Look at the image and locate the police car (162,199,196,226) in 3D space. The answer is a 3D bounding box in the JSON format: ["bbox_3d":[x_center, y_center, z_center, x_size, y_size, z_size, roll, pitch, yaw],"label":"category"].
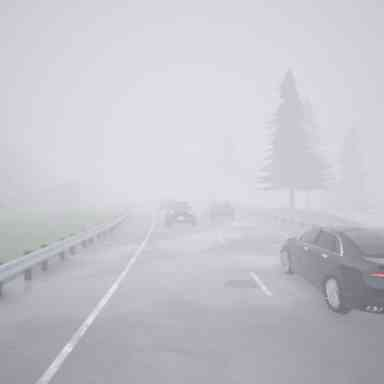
[{"bbox_3d":[-0.870,1.466,22.945,2.038,1.542,4.974,0,0,-5],"label":"police car"}]

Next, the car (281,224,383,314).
[{"bbox_3d":[3.477,1.492,7.573,1.837,1.490,4.892,0,0,-1],"label":"car"}]

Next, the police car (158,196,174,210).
[{"bbox_3d":[-3.105,1.356,41.229,1.930,1.638,5.238,0,0,-9],"label":"police car"}]

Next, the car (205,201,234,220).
[{"bbox_3d":[2.206,1.445,27.586,2.128,1.511,4.902,0,0,-6],"label":"car"}]
